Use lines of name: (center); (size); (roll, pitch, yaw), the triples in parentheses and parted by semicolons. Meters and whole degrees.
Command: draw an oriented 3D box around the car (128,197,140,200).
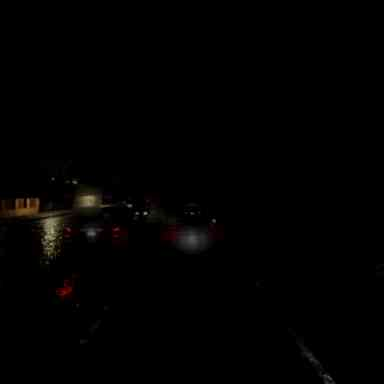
car: (-9.835, 1.588, 56.307); (2.033, 1.411, 5.357); (0, 0, 1)

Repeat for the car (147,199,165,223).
car: (-3.235, 1.557, 25.742); (2.033, 1.411, 5.357); (0, 0, 1)

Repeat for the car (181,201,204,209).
car: (0.038, 1.537, 28.587); (1.812, 1.442, 4.674); (0, 0, 0)

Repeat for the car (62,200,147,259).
car: (-3.211, 1.354, 12.791); (2.097, 1.767, 4.553); (0, 0, 0)

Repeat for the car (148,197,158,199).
car: (-6.590, 1.518, 56.277); (1.882, 1.535, 5.008); (0, 0, 0)

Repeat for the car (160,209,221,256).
car: (0.042, 1.567, 13.117); (1.994, 1.385, 4.181); (0, 0, 0)
